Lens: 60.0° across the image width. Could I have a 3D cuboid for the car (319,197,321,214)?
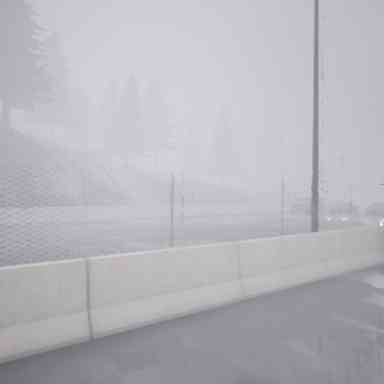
[{"bbox_3d":[13.445,1.570,38.374,5.566,2.045,2.150,1,0,-44],"label":"car"}]
